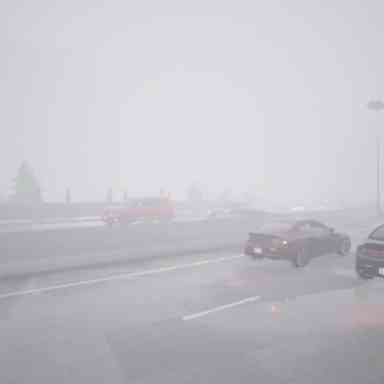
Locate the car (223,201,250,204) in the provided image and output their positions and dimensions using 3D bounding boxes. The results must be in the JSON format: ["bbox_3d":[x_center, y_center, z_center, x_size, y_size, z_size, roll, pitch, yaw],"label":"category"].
[{"bbox_3d":[3.181,1.504,25.967,2.097,1.767,4.553,0,0,42],"label":"car"}]

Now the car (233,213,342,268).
[{"bbox_3d":[3.725,1.596,11.555,4.674,1.442,1.812,0,0,-41],"label":"car"}]

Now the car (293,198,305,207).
[{"bbox_3d":[18.744,1.845,58.249,2.128,1.511,4.902,0,0,20],"label":"car"}]

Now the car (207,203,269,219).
[{"bbox_3d":[3.324,1.671,20.967,2.033,1.411,5.357,0,0,45],"label":"car"}]

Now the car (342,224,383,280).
[{"bbox_3d":[6.194,1.564,9.083,4.892,1.490,1.837,0,0,-41],"label":"car"}]

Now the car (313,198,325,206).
[{"bbox_3d":[23.853,1.884,62.609,2.128,1.511,4.902,0,0,17],"label":"car"}]

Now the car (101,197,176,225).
[{"bbox_3d":[-3.705,1.353,23.894,5.566,2.045,2.150,0,0,-43],"label":"car"}]

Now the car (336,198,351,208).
[{"bbox_3d":[24.868,1.844,54.735,1.837,1.490,4.892,0,0,21],"label":"car"}]
